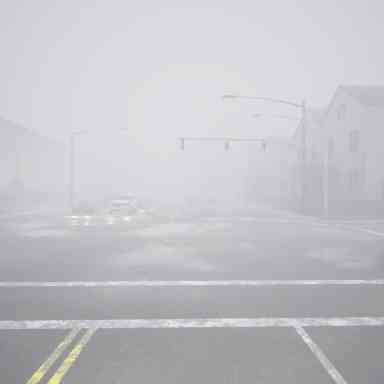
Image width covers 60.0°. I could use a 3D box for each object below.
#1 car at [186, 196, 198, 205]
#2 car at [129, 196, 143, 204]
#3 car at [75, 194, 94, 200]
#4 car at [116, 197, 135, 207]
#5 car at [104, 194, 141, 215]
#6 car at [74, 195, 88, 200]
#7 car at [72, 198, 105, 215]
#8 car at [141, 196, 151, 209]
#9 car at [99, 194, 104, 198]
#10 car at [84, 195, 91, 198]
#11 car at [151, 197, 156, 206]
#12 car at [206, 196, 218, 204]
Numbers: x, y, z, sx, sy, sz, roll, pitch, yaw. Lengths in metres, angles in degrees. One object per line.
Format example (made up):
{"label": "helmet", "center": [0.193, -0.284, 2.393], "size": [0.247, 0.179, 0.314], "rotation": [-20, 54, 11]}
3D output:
{"label": "car", "center": [0.020, 1.492, 58.605], "size": [2.128, 1.511, 4.902], "rotation": [0, 0, 0]}
{"label": "car", "center": [-10.523, 1.526, 63.202], "size": [1.812, 1.442, 4.674], "rotation": [0, 0, 1]}
{"label": "car", "center": [-28.939, 1.453, 89.704], "size": [2.038, 1.542, 4.974], "rotation": [0, 0, 29]}
{"label": "car", "center": [-10.578, 1.547, 53.120], "size": [2.033, 1.411, 5.357], "rotation": [0, 0, 0]}
{"label": "car", "center": [-7.089, 1.221, 34.646], "size": [2.150, 2.045, 5.566], "rotation": [0, 0, 0]}
{"label": "car", "center": [-28.182, 1.295, 84.378], "size": [1.853, 1.218, 4.536], "rotation": [0, 0, -36]}
{"label": "car", "center": [-10.589, 1.564, 33.615], "size": [1.994, 1.385, 4.181], "rotation": [0, 0, 0]}
{"label": "car", "center": [-7.084, 1.505, 44.199], "size": [1.837, 1.490, 4.892], "rotation": [0, 0, 0]}
{"label": "car", "center": [-10.585, 1.221, 42.875], "size": [2.150, 2.045, 5.566], "rotation": [0, 0, 0]}
{"label": "car", "center": [-28.151, 1.453, 84.337], "size": [2.038, 1.542, 4.974], "rotation": [0, 0, -36]}
{"label": "car", "center": [-7.070, 1.478, 54.587], "size": [1.882, 1.535, 5.008], "rotation": [0, 0, 0]}
{"label": "car", "center": [3.620, 1.526, 61.196], "size": [1.812, 1.442, 4.674], "rotation": [0, 0, 0]}
